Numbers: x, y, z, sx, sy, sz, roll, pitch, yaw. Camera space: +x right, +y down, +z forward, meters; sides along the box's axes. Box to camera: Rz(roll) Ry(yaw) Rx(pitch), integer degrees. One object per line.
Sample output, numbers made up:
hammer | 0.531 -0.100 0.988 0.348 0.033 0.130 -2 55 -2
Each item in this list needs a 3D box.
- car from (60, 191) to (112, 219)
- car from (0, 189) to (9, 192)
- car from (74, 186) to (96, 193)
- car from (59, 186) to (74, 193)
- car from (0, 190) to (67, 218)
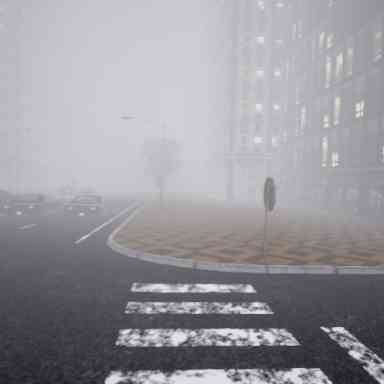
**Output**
car | -6.113 0.858 20.162 1.895 1.301 4.718 1 1 -4
car | -12.921 0.541 21.295 1.882 1.535 5.008 1 1 -4
car | -14.849 0.009 47.309 1.994 1.385 4.181 1 1 -4
car | -18.219 -0.170 49.037 1.837 1.490 4.892 1 1 -4
car | -9.362 0.783 19.921 1.895 1.301 4.718 1 1 -4
